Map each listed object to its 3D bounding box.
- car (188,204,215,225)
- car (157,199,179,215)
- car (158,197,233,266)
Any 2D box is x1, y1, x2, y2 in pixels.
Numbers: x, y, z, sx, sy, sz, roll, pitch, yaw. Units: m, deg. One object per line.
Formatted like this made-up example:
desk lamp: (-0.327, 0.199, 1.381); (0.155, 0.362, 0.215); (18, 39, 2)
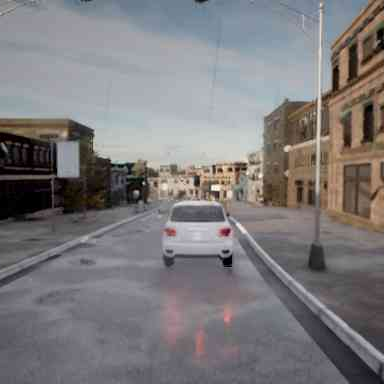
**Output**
car: (0.784, 1.789, 27.786); (2.033, 1.411, 5.357); (0, 0, 2)
car: (-2.740, 1.686, 38.857); (2.097, 1.767, 4.553); (0, 0, 1)
car: (0.239, 1.329, 12.118); (2.150, 2.045, 5.566); (0, 0, 2)
